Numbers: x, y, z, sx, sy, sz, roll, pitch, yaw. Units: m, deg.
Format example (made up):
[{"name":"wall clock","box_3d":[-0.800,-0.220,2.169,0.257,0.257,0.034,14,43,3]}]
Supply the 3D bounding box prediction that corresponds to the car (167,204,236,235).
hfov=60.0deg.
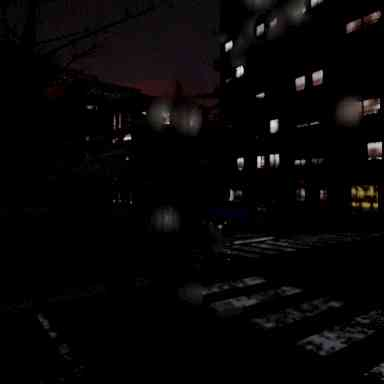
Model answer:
[{"name":"car","box_3d":[0.222,1.752,20.794,1.837,1.490,4.892,0,-1,-35]}]

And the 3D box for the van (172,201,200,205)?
[{"name":"van","box_3d":[-0.477,1.710,31.556,1.690,1.788,3.998,-2,0,-36]}]

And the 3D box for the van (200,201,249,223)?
[{"name":"van","box_3d":[2.779,1.619,27.076,1.690,1.788,3.998,-2,0,-36]}]

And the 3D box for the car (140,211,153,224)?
[{"name":"car","box_3d":[-5.217,1.999,28.258,1.895,1.301,4.718,0,-1,-36]}]
